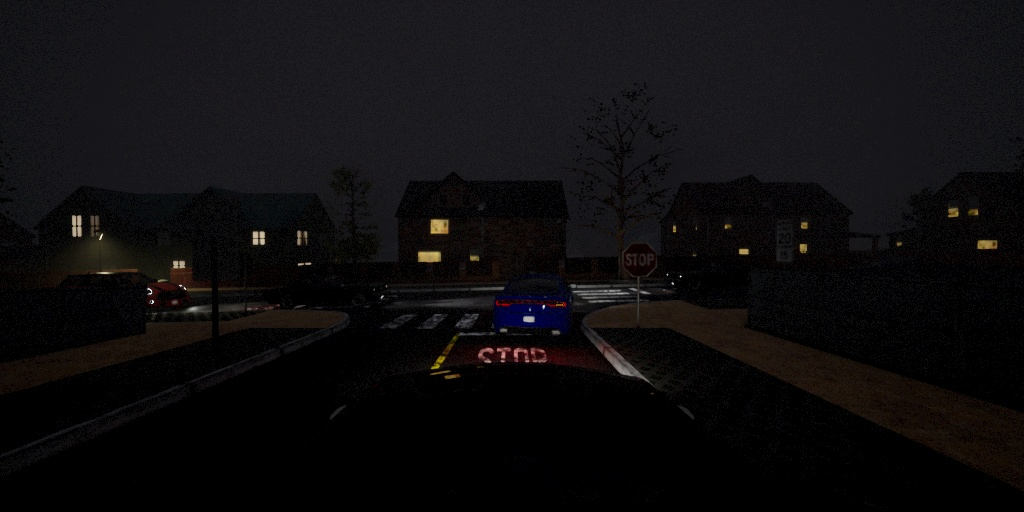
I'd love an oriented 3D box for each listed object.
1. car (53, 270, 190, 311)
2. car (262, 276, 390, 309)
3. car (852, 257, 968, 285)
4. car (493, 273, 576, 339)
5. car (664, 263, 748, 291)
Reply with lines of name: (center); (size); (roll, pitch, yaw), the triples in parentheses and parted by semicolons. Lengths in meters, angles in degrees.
car: (-16.795, 1.472, 15.452); (4.553, 1.767, 2.097); (-1, 1, 0)
car: (-7.807, 1.506, 15.457); (4.718, 1.301, 1.895); (-1, 1, 0)
car: (20.061, 0.753, 18.413); (5.357, 1.411, 2.033); (-1, 1, 0)
car: (0.789, 1.227, 10.247); (1.882, 1.535, 5.008); (0, 0, 10)
car: (10.416, 1.034, 18.380); (4.718, 1.301, 1.895); (-1, 1, -1)
